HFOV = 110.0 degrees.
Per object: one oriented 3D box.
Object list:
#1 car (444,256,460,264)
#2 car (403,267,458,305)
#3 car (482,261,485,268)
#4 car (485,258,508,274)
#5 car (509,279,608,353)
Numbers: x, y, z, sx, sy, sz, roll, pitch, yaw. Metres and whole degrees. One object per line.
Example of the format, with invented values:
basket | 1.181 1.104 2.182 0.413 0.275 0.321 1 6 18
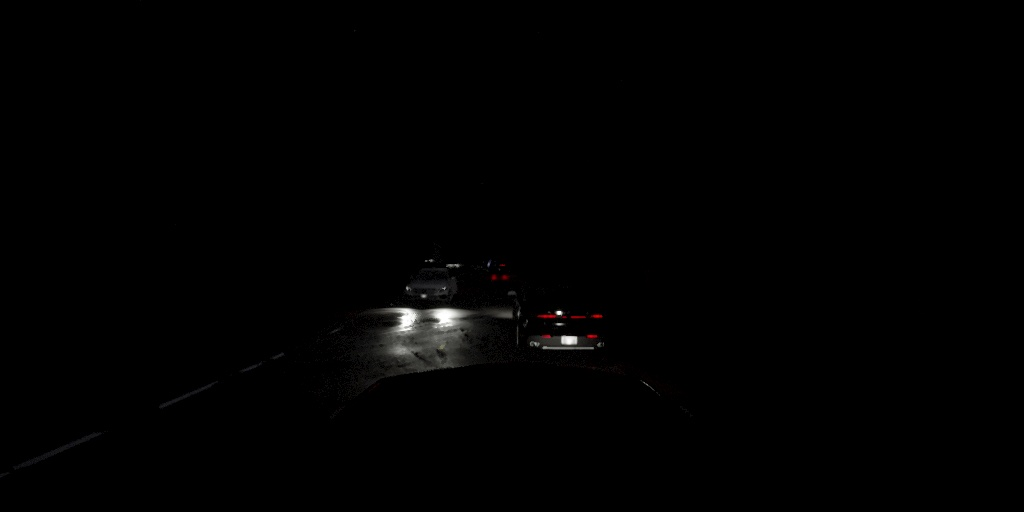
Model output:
car | -10.703 0.691 63.575 2.033 1.411 5.357 0 1 -22
car | -3.470 1.253 16.058 1.812 1.442 4.674 1 0 -3
car | -2.910 1.032 49.072 2.033 1.411 5.357 1 1 -13
car | -1.532 1.135 38.984 2.128 1.511 4.902 1 1 -6
car | 0.986 1.315 9.059 1.837 1.490 4.892 1 0 -2
